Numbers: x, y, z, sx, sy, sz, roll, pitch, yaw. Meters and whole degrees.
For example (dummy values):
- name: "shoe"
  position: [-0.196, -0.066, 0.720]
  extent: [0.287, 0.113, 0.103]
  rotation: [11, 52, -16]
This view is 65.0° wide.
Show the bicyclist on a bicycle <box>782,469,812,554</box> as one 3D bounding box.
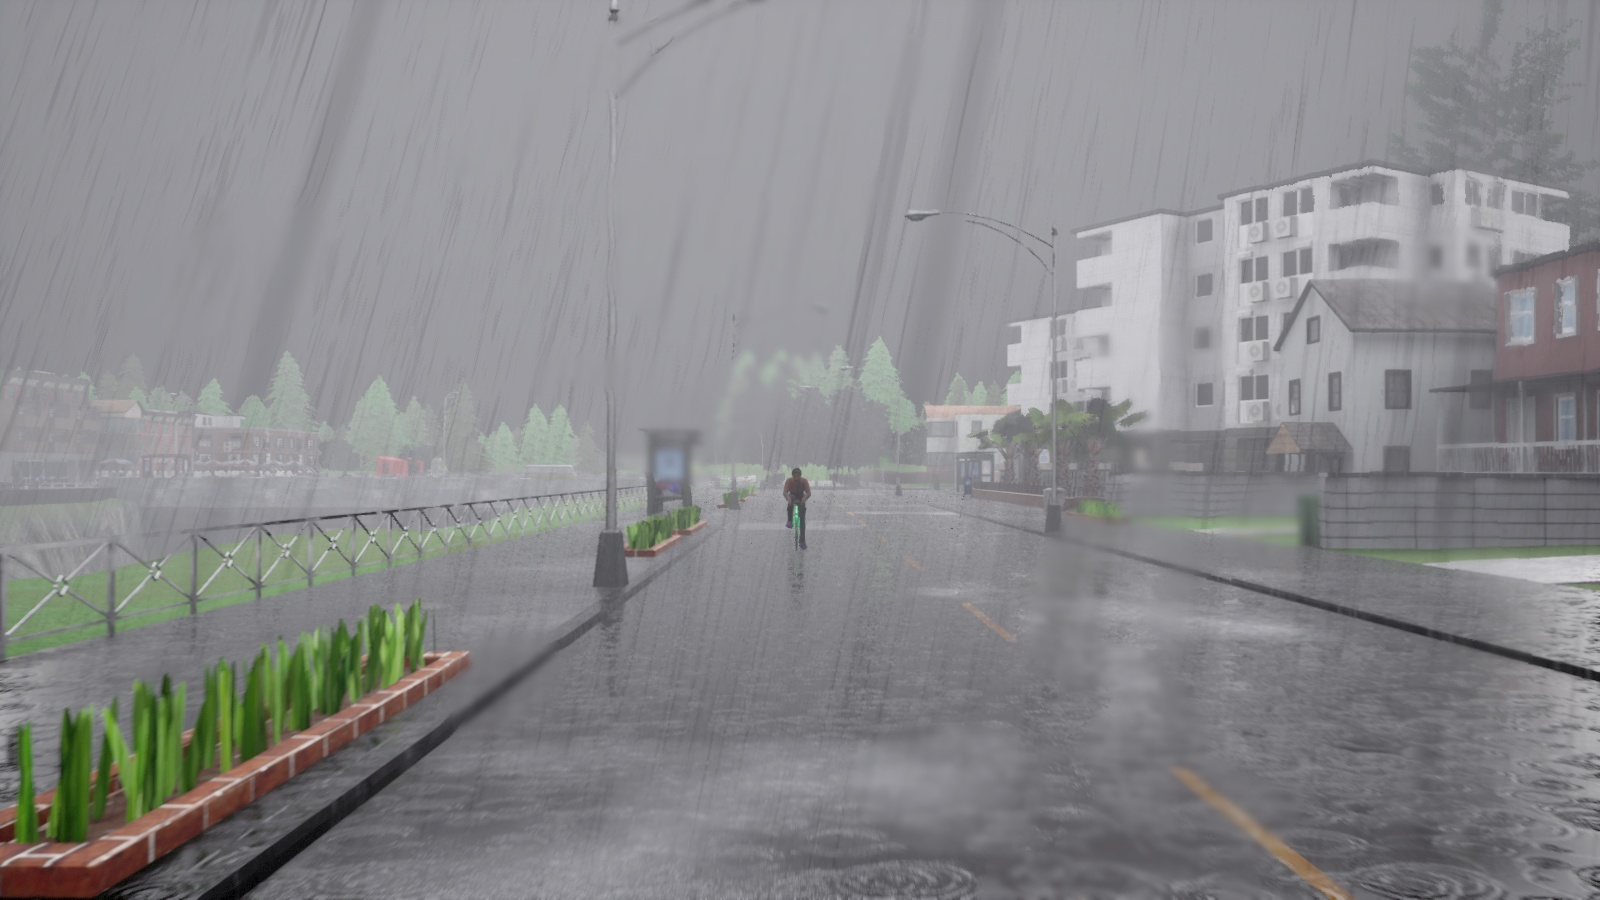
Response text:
- name: "bicyclist on a bicycle"
  position: [-0.058, 1.182, 24.721]
  extent: [0.582, 1.620, 1.656]
  rotation: [0, -1, 0]
